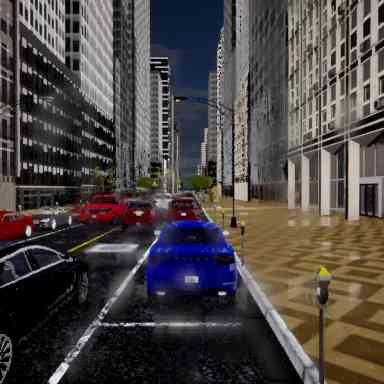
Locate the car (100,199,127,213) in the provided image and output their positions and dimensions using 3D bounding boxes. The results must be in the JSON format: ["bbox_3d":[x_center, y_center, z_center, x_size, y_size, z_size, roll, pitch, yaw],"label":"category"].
[{"bbox_3d":[-8.844,1.544,37.723,2.008,1.369,4.403,-1,0,0],"label":"car"}]

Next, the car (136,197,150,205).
[{"bbox_3d":[-8.843,1.570,60.458,1.802,1.307,4.206,-1,0,0],"label":"car"}]

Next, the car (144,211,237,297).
[{"bbox_3d":[-0.006,1.476,8.652,1.882,1.535,5.008,0,0,0],"label":"car"}]

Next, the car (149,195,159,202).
[{"bbox_3d":[-8.844,1.509,77.339,1.752,1.417,4.829,-1,0,0],"label":"car"}]

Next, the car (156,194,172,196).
[{"bbox_3d":[-3.045,1.214,37.510,2.150,2.045,5.566,0,0,0],"label":"car"}]

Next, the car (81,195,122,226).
[{"bbox_3d":[-6.244,1.217,24.016,2.150,2.045,5.566,0,0,0],"label":"car"}]

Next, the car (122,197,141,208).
[{"bbox_3d":[-8.843,1.541,49.090,2.008,1.369,4.403,-1,0,0],"label":"car"}]

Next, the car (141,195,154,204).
[{"bbox_3d":[-8.845,1.426,66.141,1.967,1.590,4.097,-1,0,0],"label":"car"}]

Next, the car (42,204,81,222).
[{"bbox_3d":[-8.844,1.547,20.672,2.008,1.369,4.403,-1,0,0],"label":"car"}]

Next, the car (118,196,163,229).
[{"bbox_3d":[-3.147,1.349,21.824,2.097,1.767,4.553,0,0,0],"label":"car"}]

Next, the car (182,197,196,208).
[{"bbox_3d":[-0.463,1.541,49.090,2.008,1.369,4.403,-1,0,0],"label":"car"}]

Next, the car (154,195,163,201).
[{"bbox_3d":[-8.844,1.545,88.876,1.947,1.339,4.313,-1,0,0],"label":"car"}]

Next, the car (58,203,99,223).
[{"bbox_3d":[-8.843,1.577,26.356,1.802,1.307,4.206,-1,0,0],"label":"car"}]

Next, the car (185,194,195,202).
[{"bbox_3d":[-0.465,1.298,77.509,2.192,1.841,5.009,-1,0,0],"label":"car"}]

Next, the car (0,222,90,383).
[{"bbox_3d":[-3.049,1.492,5.067,2.128,1.511,4.902,0,0,0],"label":"car"}]

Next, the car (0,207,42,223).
[{"bbox_3d":[-8.843,1.542,14.989,1.887,1.381,4.507,-1,0,0],"label":"car"}]

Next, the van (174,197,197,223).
[{"bbox_3d":[-0.465,1.336,26.356,1.690,1.788,3.998,-1,0,0],"label":"van"}]

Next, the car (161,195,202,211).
[{"bbox_3d":[-0.465,1.311,20.672,2.192,1.841,5.009,-1,0,0],"label":"car"}]
